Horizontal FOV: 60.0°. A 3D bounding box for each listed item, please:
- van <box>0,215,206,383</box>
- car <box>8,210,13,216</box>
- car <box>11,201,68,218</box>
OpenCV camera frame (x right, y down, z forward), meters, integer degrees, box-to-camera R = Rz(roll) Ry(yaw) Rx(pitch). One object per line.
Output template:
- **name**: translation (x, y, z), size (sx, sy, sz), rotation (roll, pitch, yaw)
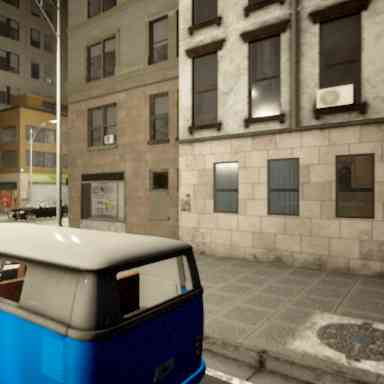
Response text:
- **van**: translation (-1.767, 1.343, 4.026), size (3.998, 1.788, 1.690), rotation (0, 0, 35)
- **car**: translation (-6.306, 1.320, 7.153), size (5.009, 1.841, 2.192), rotation (0, 0, 35)
- **car**: translation (-11.556, 1.430, 25.750), size (2.128, 1.511, 4.902), rotation (0, 0, 34)
